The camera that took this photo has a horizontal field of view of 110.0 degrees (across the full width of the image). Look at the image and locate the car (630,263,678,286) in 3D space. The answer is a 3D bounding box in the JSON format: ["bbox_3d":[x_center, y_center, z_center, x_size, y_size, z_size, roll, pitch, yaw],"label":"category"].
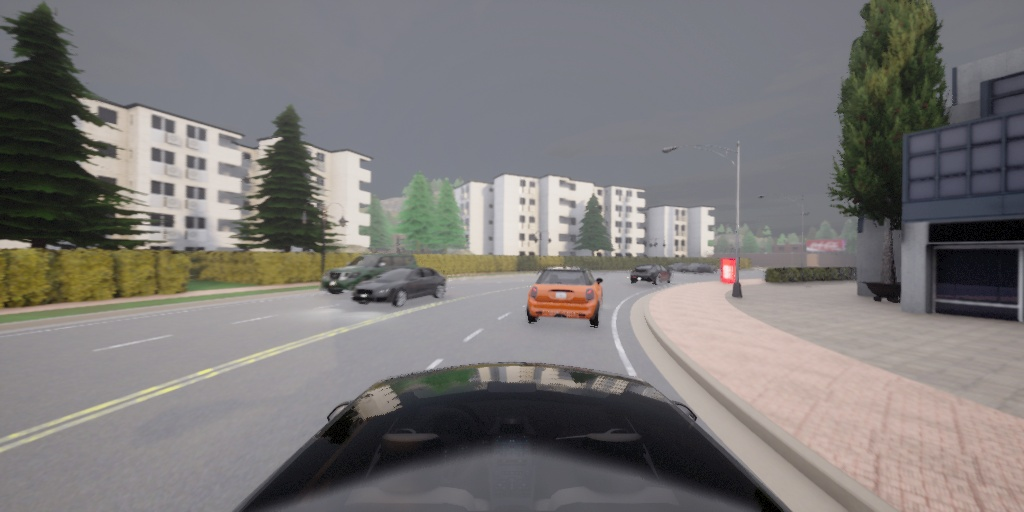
[{"bbox_3d":[10.648,1.375,27.228,1.837,1.490,4.892,0,-1,42],"label":"car"}]

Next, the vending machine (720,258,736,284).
[{"bbox_3d":[16.297,1.129,26.979,0.880,2.100,1.100,0,0,-41],"label":"vending machine"}]

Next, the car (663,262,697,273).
[{"bbox_3d":[22.560,1.569,48.107,4.181,1.385,1.994,1,0,-27],"label":"car"}]

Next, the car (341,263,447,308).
[{"bbox_3d":[-4.566,1.204,15.269,1.837,1.490,4.892,0,0,19],"label":"car"}]

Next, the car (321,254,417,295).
[{"bbox_3d":[-7.070,0.893,18.754,2.150,2.045,5.566,0,0,22],"label":"car"}]

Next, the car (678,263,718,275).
[{"bbox_3d":[23.130,1.558,44.482,5.357,1.411,2.033,1,0,-27],"label":"car"}]

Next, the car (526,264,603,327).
[{"bbox_3d":[1.935,1.124,12.066,2.097,1.767,4.553,1,0,15],"label":"car"}]
